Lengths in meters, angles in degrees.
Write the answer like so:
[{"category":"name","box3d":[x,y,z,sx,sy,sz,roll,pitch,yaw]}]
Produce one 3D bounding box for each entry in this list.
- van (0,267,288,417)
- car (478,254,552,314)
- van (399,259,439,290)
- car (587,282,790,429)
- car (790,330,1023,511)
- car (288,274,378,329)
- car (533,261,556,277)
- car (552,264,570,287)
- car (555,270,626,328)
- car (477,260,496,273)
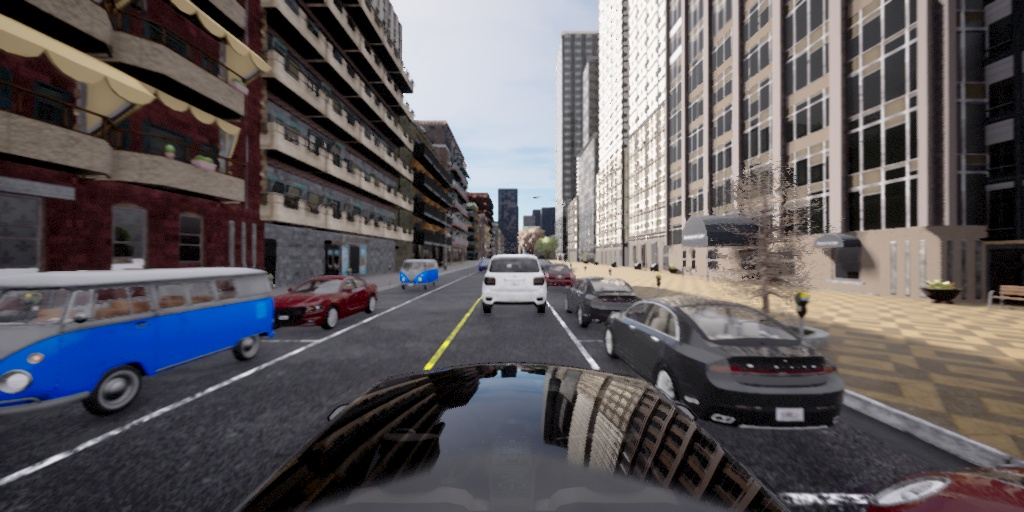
[{"category":"van","box3d":[-5.689,1.090,5.662,1.690,1.789,3.998,0,0,0]},{"category":"car","box3d":[0.087,0.967,13.869,2.150,2.045,5.566,0,0,0]},{"category":"van","box3d":[-5.688,1.087,22.229,1.690,1.789,3.998,0,0,0]},{"category":"car","box3d":[2.692,1.300,5.660,2.007,1.370,4.403,0,0,0]},{"category":"car","box3d":[2.692,1.190,0.137,1.967,1.591,4.097,0,0,0]},{"category":"car","box3d":[-5.689,1.293,11.184,1.888,1.381,4.507,0,0,0]},{"category":"car","box3d":[3.149,1.254,35.966,1.837,1.490,4.892,0,0,0]},{"category":"car","box3d":[2.693,1.186,22.228,1.967,1.591,4.097,0,0,0]},{"category":"car","box3d":[2.692,1.298,11.184,2.007,1.370,4.403,0,0,0]},{"category":"car","box3d":[-3.088,1.233,44.260,1.882,1.535,5.008,0,0,0]}]
